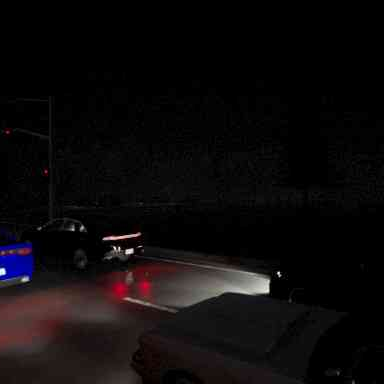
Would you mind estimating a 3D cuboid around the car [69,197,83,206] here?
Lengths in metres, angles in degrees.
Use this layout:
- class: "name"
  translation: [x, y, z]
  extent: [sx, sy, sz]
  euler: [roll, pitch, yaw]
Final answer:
- class: "car"
  translation: [-17.717, 1.504, 54.454]
  extent: [1.837, 1.490, 4.892]
  euler: [0, 0, 35]

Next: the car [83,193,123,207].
- class: "car"
  translation: [-12.750, 1.220, 49.340]
  extent: [2.150, 2.045, 5.566]
  euler: [0, 0, 35]

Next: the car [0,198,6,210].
- class: "car"
  translation: [-26.612, 1.548, 41.762]
  extent: [2.033, 1.411, 5.357]
  euler: [0, 0, 37]

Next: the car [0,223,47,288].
- class: "car"
  translation: [-5.899, 1.478, 8.186]
  extent: [5.008, 1.535, 1.882]
  euler: [0, 0, 36]

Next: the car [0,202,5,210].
- class: "car"
  translation: [-22.629, 1.492, 35.135]
  extent: [2.128, 1.511, 4.902]
  euler: [0, 0, 35]

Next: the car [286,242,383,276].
- class: "car"
  translation: [3.502, 1.564, 5.788]
  extent: [4.181, 1.385, 1.994]
  euler: [0, 0, 36]

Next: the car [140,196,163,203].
- class: "car"
  translation: [-8.224, 1.546, 67.952]
  extent: [2.033, 1.411, 5.357]
  euler: [0, 0, 35]

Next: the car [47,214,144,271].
- class: "car"
  translation: [-3.764, 1.492, 10.962]
  extent: [4.902, 1.511, 2.128]
  euler: [0, 0, 36]

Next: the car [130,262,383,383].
- class: "car"
  translation: [1.716, 1.601, 2.770]
  extent: [4.718, 1.301, 1.895]
  euler: [0, 0, 36]

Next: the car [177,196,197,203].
- class: "car"
  translation: [-0.964, 1.492, 66.131]
  extent: [2.128, 1.511, 4.902]
  euler: [0, 0, 36]
